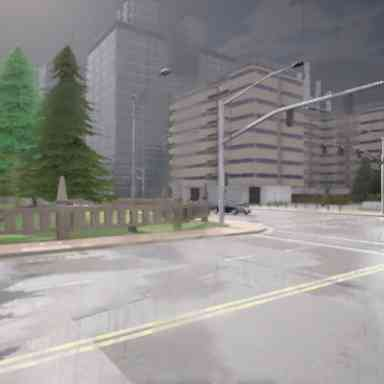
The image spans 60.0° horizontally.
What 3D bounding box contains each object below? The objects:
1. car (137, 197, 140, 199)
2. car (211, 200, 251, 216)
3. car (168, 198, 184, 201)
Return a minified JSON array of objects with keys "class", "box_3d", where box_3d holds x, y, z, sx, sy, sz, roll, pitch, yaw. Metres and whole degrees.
[{"class":"car","box_3d":[-9.146,1.579,53.149,1.882,1.535,5.008,0,0,-35]},{"class":"car","box_3d":[4.011,1.593,34.604,2.128,1.511,4.902,0,0,-35]},{"class":"car","box_3d":[-1.973,1.579,43.025,1.882,1.535,5.008,0,0,-36]}]
